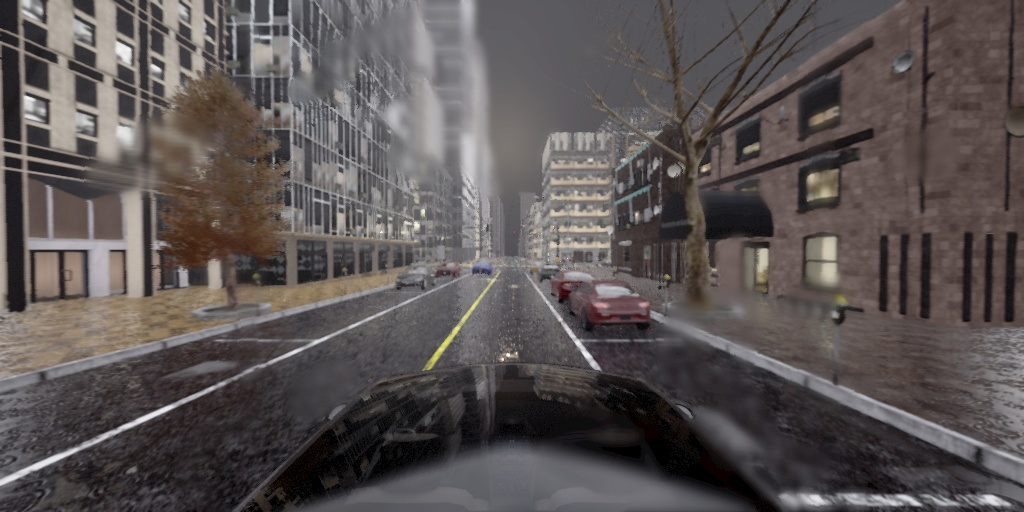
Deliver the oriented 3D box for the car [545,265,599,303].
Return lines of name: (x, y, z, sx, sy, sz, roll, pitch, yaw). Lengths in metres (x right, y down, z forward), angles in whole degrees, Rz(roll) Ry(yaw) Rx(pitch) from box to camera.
car: (2.763, 1.266, 16.310, 1.888, 1.381, 4.507, 0, 0, 0)

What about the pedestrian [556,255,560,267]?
pedestrian: (6.154, 0.811, 48.406, 0.375, 1.860, 0.375, -1, 1, 0)

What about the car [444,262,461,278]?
car: (-5.808, 1.234, 33.304, 1.888, 1.381, 4.507, 0, 0, 0)

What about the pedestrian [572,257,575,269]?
pedestrian: (8.154, 0.998, 47.808, 0.375, 1.860, 0.375, -1, 1, 0)

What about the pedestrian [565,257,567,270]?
pedestrian: (7.153, 0.970, 47.208, 0.375, 1.860, 0.375, -1, 1, 0)

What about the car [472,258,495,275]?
car: (-3.059, 1.158, 37.419, 1.882, 1.535, 5.008, 0, 0, 0)

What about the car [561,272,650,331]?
car: (2.727, 1.314, 10.666, 1.802, 1.307, 4.207, 0, 0, 0)

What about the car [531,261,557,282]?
car: (2.829, 1.249, 27.598, 2.007, 1.370, 4.403, 0, 0, 0)

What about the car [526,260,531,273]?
car: (2.834, 1.202, 39.057, 1.751, 1.417, 4.829, 0, 0, 0)

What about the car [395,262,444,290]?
car: (-5.786, 1.261, 22.014, 2.007, 1.370, 4.403, 0, 0, 0)

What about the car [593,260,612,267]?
car: (16.333, 1.265, 62.021, 4.403, 1.370, 2.007, 0, 0, 1)
